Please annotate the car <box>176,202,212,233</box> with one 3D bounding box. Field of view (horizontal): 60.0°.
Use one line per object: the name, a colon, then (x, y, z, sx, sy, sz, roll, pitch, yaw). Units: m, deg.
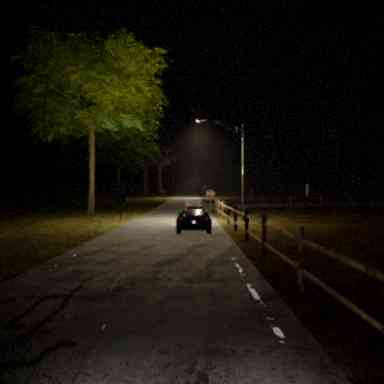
car: (0.099, 1.524, 19.279, 1.994, 1.385, 4.181, 0, 0, 0)
